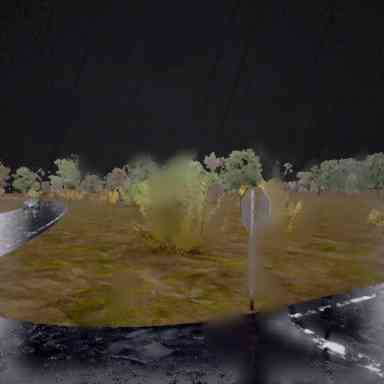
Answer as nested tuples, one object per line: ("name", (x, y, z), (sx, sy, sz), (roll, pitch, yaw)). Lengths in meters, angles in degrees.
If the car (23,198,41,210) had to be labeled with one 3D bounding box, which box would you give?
("car", (-22.379, 1.630, 46.691), (2.128, 1.511, 4.902), (0, 0, -19))
